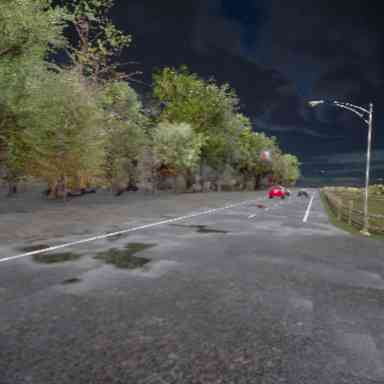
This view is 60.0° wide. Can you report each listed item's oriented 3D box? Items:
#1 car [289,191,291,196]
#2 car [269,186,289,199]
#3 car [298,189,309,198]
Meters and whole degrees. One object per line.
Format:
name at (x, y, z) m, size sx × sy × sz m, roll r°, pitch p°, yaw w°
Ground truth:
car at (18.770, 0.078, 66.901) m, size 1.837 × 1.490 × 4.892 m, roll 3°, pitch 2°, yaw 20°
car at (13.619, 0.049, 52.831) m, size 2.150 × 2.045 × 5.566 m, roll 3°, pitch 2°, yaw 20°
car at (21.602, 0.259, 64.490) m, size 1.837 × 1.490 × 4.892 m, roll 3°, pitch 2°, yaw 20°
